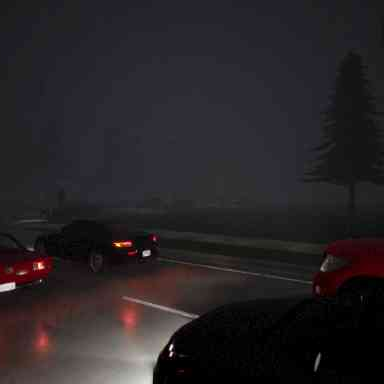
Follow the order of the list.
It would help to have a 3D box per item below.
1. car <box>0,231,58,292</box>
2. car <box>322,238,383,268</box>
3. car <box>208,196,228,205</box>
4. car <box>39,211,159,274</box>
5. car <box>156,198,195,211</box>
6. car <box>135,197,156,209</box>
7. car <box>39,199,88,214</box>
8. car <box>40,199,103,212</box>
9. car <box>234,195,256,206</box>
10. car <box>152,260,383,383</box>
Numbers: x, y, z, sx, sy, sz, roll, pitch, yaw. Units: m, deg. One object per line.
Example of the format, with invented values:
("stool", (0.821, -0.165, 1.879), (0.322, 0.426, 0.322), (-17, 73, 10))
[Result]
("car", (-5.450, 1.601, 7.916), (4.718, 1.301, 1.895), (0, 0, 36))
("car", (4.755, 1.221, 4.873), (5.566, 2.045, 2.150), (0, 0, 36))
("car", (4.736, 1.507, 60.842), (1.837, 1.490, 4.892), (0, -1, 37))
("car", (-3.115, 1.526, 10.545), (4.674, 1.442, 1.812), (0, 0, 36))
("car", (-1.656, 1.478, 40.558), (1.882, 1.535, 5.008), (0, 0, 37))
("car", (-5.837, 1.478, 46.668), (1.882, 1.535, 5.008), (0, 0, 37))
("car", (-13.814, 1.526, 35.920), (1.812, 1.442, 4.674), (0, 0, 37))
("car", (-10.314, 1.547, 28.856), (2.033, 1.411, 5.357), (0, 0, 36))
("car", (8.639, 1.351, 54.384), (2.097, 1.767, 4.553), (0, 0, 37))
("car", (1.662, 1.564, 2.795), (4.181, 1.385, 1.994), (0, 0, 36))
